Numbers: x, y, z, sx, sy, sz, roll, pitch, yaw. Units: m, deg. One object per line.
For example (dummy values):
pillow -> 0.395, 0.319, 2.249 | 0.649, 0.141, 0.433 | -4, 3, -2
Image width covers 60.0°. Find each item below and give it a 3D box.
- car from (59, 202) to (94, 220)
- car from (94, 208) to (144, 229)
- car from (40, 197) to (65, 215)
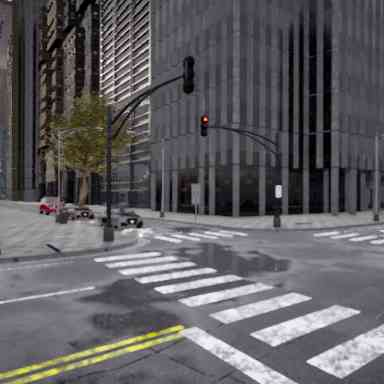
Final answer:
car -> -10.804, 1.890, 31.572 | 1.994, 1.385, 4.181 | 0, -1, -36
car -> -5.082, 1.802, 23.538 | 1.994, 1.385, 4.181 | 0, -1, -35
car -> -16.705, 1.647, 39.904 | 2.150, 2.045, 5.566 | 0, -1, -35
